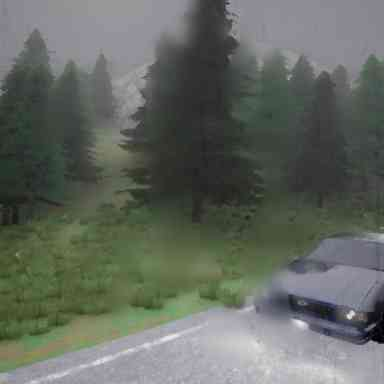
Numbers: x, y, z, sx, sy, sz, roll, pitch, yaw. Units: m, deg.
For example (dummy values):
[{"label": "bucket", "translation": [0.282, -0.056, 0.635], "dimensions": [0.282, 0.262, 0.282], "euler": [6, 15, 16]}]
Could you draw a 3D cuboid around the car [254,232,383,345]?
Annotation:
[{"label": "car", "translation": [3.502, 1.575, 6.797], "dimensions": [5.357, 1.411, 2.033], "euler": [0, 0, -44]}]
